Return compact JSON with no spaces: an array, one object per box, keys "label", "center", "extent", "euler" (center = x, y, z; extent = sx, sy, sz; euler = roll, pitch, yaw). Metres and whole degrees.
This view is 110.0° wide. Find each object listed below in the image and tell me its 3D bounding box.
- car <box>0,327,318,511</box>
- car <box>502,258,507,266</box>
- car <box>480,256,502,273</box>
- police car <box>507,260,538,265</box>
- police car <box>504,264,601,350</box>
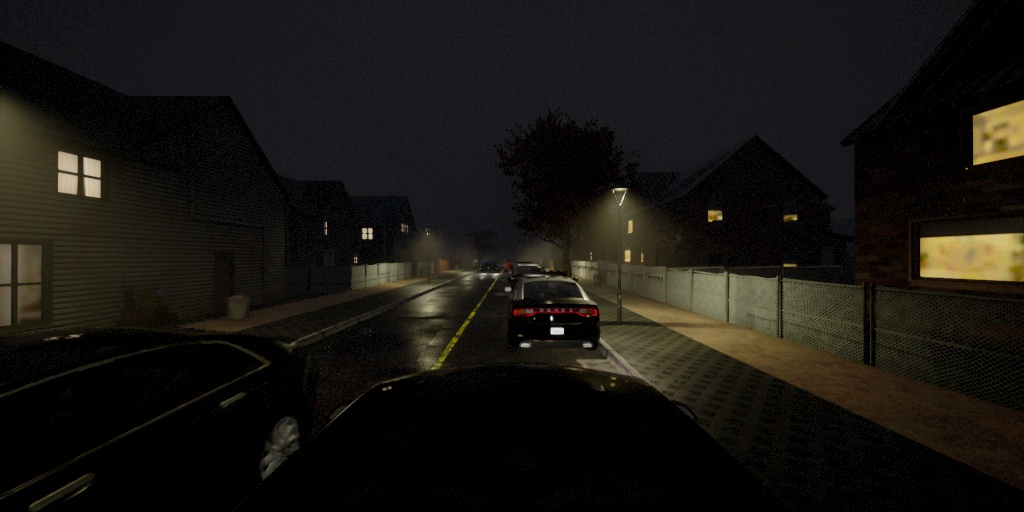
[{"label":"car","center":[-2.850,1.254,1.643],"extent":[1.837,1.490,4.892],"euler":[0,0,0]},{"label":"car","center":[0.116,1.209,47.991],"extent":[2.097,1.767,4.553],"euler":[0,0,1]},{"label":"car","center":[-2.779,1.062,45.042],"extent":[2.150,2.045,5.566],"euler":[0,0,0]},{"label":"police car","center":[0.853,1.184,19.178],"extent":[1.930,1.638,5.238],"euler":[0,0,0]},{"label":"police car","center":[0.837,1.178,9.177],"extent":[1.930,1.638,5.238],"euler":[0,0,0]}]
